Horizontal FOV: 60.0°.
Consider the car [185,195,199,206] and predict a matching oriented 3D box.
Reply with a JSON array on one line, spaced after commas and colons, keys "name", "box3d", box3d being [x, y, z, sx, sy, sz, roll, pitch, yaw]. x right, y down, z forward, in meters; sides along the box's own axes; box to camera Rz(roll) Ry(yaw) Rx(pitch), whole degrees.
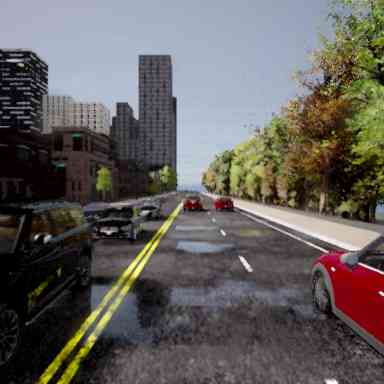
[{"name": "car", "box3d": [0.027, 1.226, 47.658, 1.994, 1.385, 4.181, 0, 0, 0]}]

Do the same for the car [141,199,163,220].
[{"name": "car", "box3d": [-3.335, 1.307, 26.136, 2.128, 1.511, 4.902, 0, 0, 0]}]

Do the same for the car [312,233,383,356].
[{"name": "car", "box3d": [3.351, 1.319, 4.586, 2.097, 1.767, 4.553, 0, 0, 0]}]

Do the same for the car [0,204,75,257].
[{"name": "car", "box3d": [-6.595, 1.381, 13.577, 1.882, 1.535, 5.008, 0, 0, 0]}]

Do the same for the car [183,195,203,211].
[{"name": "car", "box3d": [0.102, 1.095, 36.194, 2.097, 1.767, 4.553, 0, 0, 0]}]

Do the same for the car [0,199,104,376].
[{"name": "car", "box3d": [-3.363, 1.180, 5.794, 2.150, 2.045, 5.566, 0, 0, -1]}]

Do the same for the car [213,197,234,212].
[{"name": "car", "box3d": [3.353, 1.226, 35.578, 1.882, 1.535, 5.008, 0, 1, 0]}]

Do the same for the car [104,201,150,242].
[{"name": "car", "box3d": [-3.347, 1.393, 15.827, 1.837, 1.490, 4.892, 0, 0, 0]}]

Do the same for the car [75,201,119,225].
[{"name": "car", "box3d": [-6.597, 1.397, 23.576, 1.994, 1.385, 4.181, 0, 0, -1]}]
